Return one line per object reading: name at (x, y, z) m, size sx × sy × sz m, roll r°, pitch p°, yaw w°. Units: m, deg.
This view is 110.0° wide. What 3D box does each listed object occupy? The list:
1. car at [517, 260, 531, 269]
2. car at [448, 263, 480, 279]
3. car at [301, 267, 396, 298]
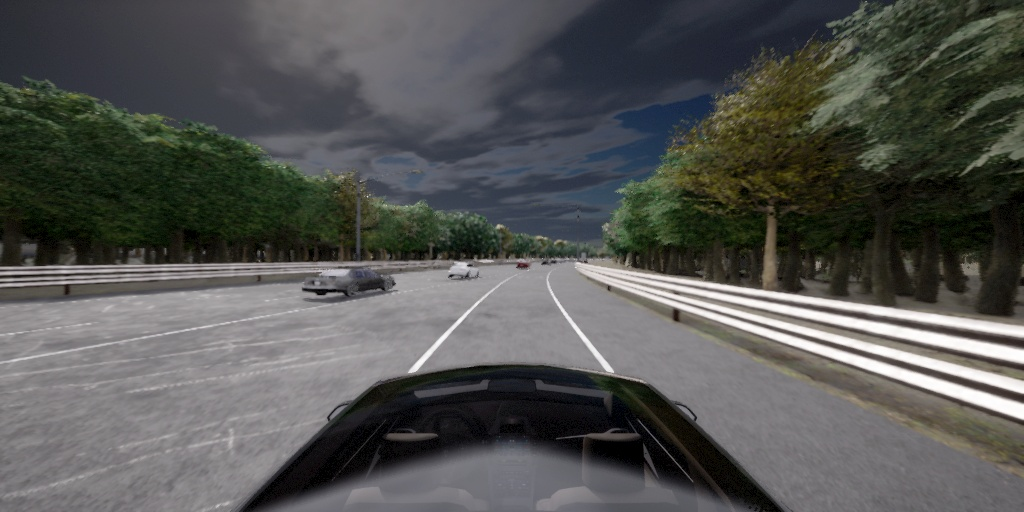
car at (2.175, 1.440, 63.054) m, size 1.882 × 1.535 × 5.008 m, roll 0°, pitch 0°, yaw 13°
car at (-4.514, 1.340, 33.845) m, size 1.812 × 1.442 × 4.674 m, roll 0°, pitch 0°, yaw 13°
car at (-8.067, 1.259, 18.332) m, size 2.033 × 1.411 × 5.357 m, roll 0°, pitch 0°, yaw 13°
